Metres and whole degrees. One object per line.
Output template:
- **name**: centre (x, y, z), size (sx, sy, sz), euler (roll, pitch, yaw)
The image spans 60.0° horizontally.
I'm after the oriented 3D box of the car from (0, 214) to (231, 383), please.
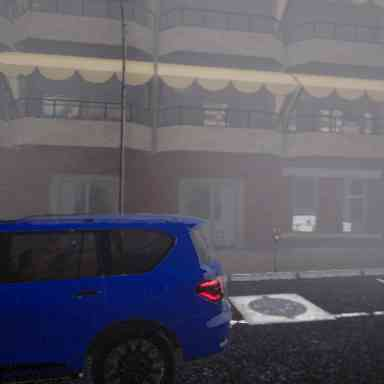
- **car**: centre (-2.285, 1.347, 4.392), size (5.566, 2.045, 2.150), euler (0, -1, -8)
